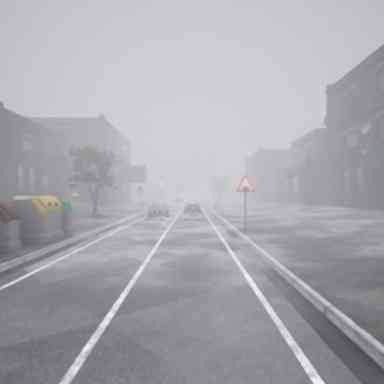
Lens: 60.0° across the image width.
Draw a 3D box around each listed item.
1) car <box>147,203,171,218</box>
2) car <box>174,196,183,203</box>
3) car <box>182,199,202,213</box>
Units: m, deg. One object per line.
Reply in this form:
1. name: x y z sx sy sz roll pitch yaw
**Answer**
1. car: -3.108 1.712 32.053 1.994 1.385 4.181 0 0 0
2. car: -3.034 1.669 74.104 2.033 1.411 5.357 0 0 0
3. car: 0.085 1.700 38.898 1.812 1.442 4.674 0 0 0
